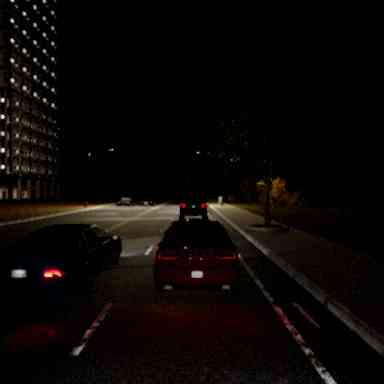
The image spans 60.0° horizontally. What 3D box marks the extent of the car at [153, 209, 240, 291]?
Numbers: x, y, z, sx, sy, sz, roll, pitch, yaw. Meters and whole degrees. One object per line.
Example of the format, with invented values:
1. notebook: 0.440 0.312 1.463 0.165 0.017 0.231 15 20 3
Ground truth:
1. car: 0.103 1.456 8.981 1.882 1.535 5.008 0 0 0

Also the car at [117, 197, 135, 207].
1. car: -9.738 1.479 49.635 2.033 1.411 5.357 0 0 0

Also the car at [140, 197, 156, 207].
1. car: -6.488 1.416 49.597 1.812 1.442 4.674 0 0 0

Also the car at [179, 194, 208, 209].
1. car: 0.106 1.157 27.059 2.150 2.045 5.566 0 0 0

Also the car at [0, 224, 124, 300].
1. car: -3.148 1.527 8.556 2.033 1.411 5.357 0 0 0
